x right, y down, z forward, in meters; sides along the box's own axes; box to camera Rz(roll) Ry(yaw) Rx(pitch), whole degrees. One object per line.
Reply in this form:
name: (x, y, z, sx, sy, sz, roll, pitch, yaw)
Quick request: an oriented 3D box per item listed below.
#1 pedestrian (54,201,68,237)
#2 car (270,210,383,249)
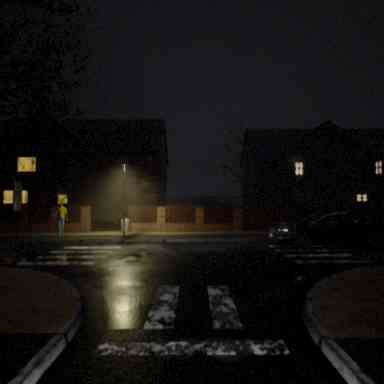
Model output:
pedestrian: (-6.723, 1.375, 17.101, 0.375, 1.860, 0.375, 0, -1, 1)
car: (5.811, 1.532, 14.026, 4.902, 1.511, 2.128, -1, -1, 1)
